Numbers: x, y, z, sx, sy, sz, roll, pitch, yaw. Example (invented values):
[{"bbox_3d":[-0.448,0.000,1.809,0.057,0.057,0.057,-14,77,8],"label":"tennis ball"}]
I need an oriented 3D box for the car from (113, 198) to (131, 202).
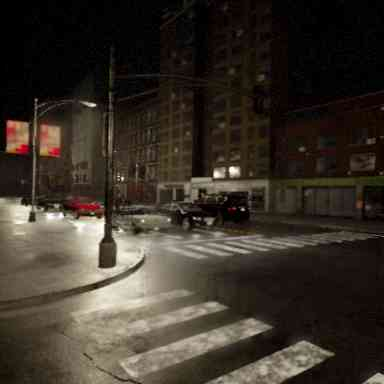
[{"bbox_3d":[-5.987,1.299,27.613,1.837,1.490,4.892,2,0,-36],"label":"car"}]

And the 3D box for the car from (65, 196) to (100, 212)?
[{"bbox_3d":[-11.818,1.229,35.653,2.033,1.411,5.357,2,0,-37],"label":"car"}]

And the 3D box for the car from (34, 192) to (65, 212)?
[{"bbox_3d":[-14.097,1.111,33.274,2.128,1.511,4.902,2,0,-36],"label":"car"}]

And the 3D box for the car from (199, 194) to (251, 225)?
[{"bbox_3d":[1.573,1.185,23.405,2.150,2.045,5.566,1,0,-39],"label":"car"}]

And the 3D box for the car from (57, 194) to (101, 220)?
[{"bbox_3d":[-8.458,1.205,25.484,1.882,1.535,5.008,2,0,-36],"label":"car"}]

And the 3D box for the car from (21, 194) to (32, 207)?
[{"bbox_3d":[-20.010,1.036,41.494,1.812,1.442,4.674,2,0,-36],"label":"car"}]

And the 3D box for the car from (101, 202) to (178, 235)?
[{"bbox_3d":[-2.968,1.439,17.896,1.895,1.301,4.718,2,0,-35],"label":"car"}]

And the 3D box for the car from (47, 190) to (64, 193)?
[{"bbox_3d":[-18.080,0.788,44.382,2.150,2.045,5.566,2,0,-36],"label":"car"}]

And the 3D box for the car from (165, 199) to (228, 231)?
[{"bbox_3d":[-0.455,1.397,19.987,2.128,1.511,4.902,2,0,-36],"label":"car"}]
